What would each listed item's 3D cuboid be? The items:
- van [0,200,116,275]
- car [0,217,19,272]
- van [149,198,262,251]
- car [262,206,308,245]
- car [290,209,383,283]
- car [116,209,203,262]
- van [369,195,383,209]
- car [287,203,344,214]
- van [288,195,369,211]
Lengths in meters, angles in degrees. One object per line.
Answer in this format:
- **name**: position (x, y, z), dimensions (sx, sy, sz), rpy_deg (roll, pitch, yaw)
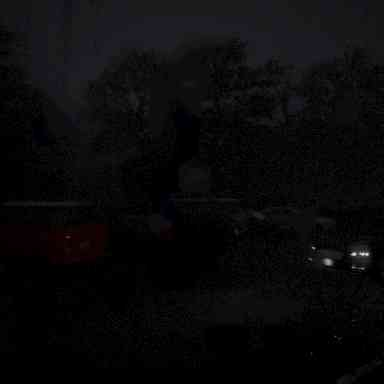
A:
- **van**: position (-4.703, 1.255, 10.353), dimensions (4.442, 1.987, 1.878), rpy_deg (-1, 0, 34)
- **car**: position (-6.846, 1.484, 8.474), dimensions (5.366, 1.575, 1.946), rpy_deg (-1, -1, 35)
- **van**: position (0.287, 1.233, 13.647), dimensions (4.442, 1.987, 1.878), rpy_deg (-1, -1, 34)
- **car**: position (2.588, 1.493, 15.419), dimensions (4.674, 1.452, 2.002), rpy_deg (-1, -1, 35)
- **car**: position (5.356, 1.460, 9.646), dimensions (4.902, 1.511, 2.128), rpy_deg (0, 0, -35)
- **car**: position (-2.207, 1.508, 11.991), dimensions (4.674, 1.452, 2.002), rpy_deg (-1, 0, 35)
- **van**: position (9.876, 1.211, 20.484), dimensions (4.442, 1.987, 1.878), rpy_deg (-1, -1, 35)
- **car**: position (4.985, 1.486, 17.131), dimensions (4.674, 1.452, 2.002), rpy_deg (-1, -1, 34)
- **van**: position (7.281, 1.218, 18.899), dimensions (4.442, 1.987, 1.878), rpy_deg (-1, 0, 35)
